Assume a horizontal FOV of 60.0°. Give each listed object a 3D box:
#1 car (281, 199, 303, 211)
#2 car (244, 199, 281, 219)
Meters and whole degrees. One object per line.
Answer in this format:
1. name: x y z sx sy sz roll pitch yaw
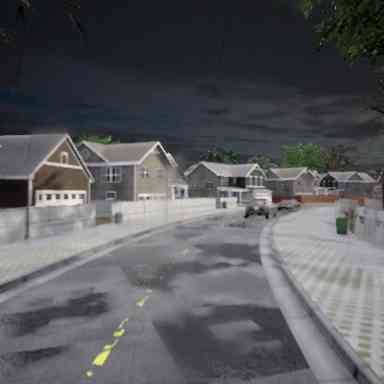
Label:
1. car: 11.888 1.569 40.422 2.033 1.411 5.357 0 0 33
2. car: 6.177 1.365 29.443 2.097 1.767 4.553 0 0 24
